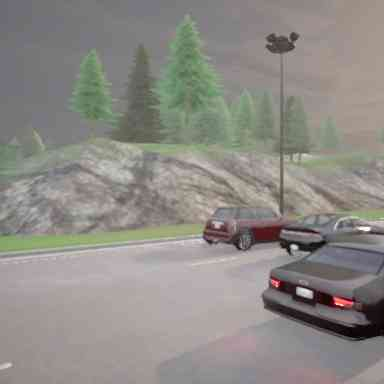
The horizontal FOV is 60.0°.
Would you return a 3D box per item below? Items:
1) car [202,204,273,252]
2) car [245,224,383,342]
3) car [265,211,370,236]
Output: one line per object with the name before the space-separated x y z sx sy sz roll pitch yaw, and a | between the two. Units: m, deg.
car | 2.724 1.366 14.301 4.553 1.767 2.097 0 0 -35
car | 3.734 1.557 6.430 5.357 1.411 2.033 0 0 -35
car | 5.157 1.507 11.735 4.902 1.511 2.128 0 0 -35
